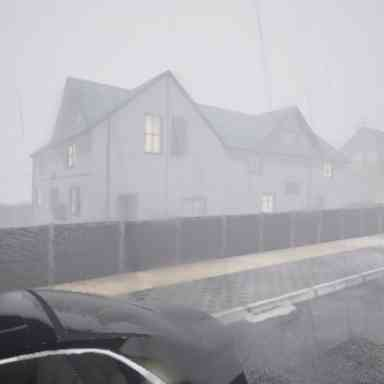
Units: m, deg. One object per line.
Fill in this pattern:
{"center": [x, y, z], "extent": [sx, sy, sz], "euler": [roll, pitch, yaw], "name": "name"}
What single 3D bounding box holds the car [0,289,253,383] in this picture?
{"center": [-1.789, 1.508, 1.793], "extent": [4.892, 1.490, 1.837], "euler": [0, 0, -36], "name": "car"}
